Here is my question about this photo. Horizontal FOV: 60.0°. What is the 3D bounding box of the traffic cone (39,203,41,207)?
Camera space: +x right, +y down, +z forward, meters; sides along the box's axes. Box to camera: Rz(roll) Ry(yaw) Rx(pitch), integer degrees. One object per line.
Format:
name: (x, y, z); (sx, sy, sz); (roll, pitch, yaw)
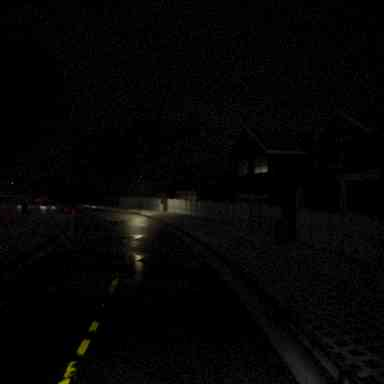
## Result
traffic cone: (-22.546, 1.975, 49.428); (0.340, 0.580, 0.340); (0, 0, -40)

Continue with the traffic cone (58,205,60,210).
traffic cone: (-16.726, 1.969, 41.684); (0.340, 0.580, 0.340); (0, 0, -33)

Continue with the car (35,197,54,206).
car: (-23.860, 1.541, 53.662); (1.812, 1.442, 4.674); (0, 0, -44)
